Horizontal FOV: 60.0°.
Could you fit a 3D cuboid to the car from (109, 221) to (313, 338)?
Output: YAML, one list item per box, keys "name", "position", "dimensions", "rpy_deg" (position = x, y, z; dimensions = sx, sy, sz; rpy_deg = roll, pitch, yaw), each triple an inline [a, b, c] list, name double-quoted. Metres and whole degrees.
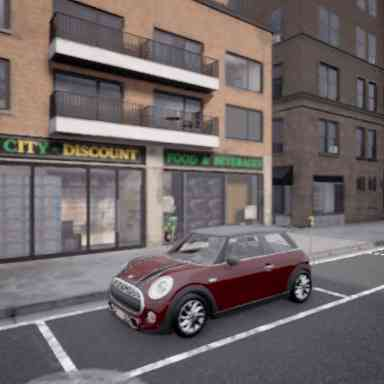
- name: "car"
  position: [0.476, 1.436, 6.527]
  dimensions: [4.097, 1.590, 1.967]
  rpy_deg: [0, 0, -36]
